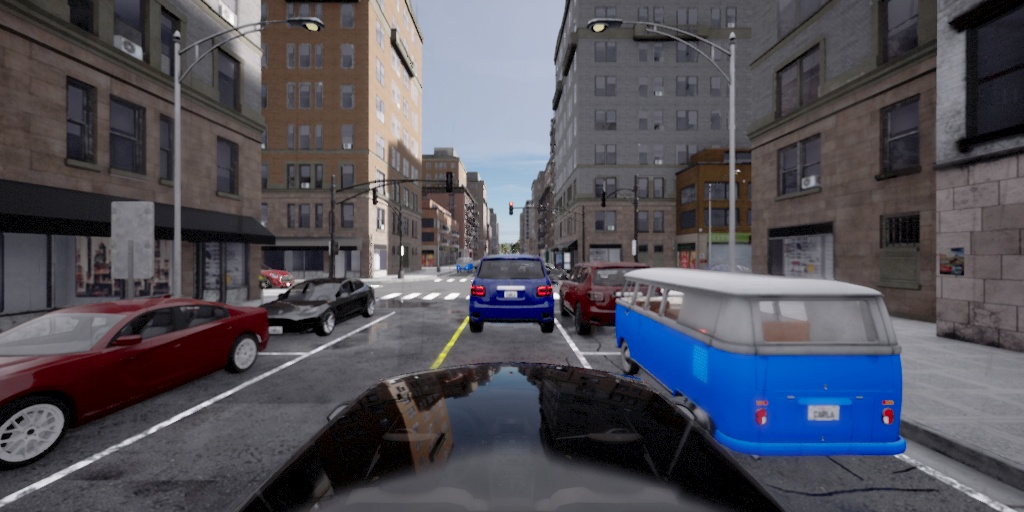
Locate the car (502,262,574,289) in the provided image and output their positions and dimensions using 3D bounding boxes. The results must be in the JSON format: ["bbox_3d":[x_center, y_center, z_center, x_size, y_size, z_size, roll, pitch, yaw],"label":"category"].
[{"bbox_3d":[1.668,1.249,24.448,1.837,1.490,4.892,-4,2,-43],"label":"car"}]

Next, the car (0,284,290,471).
[{"bbox_3d":[-5.393,1.296,4.852,1.888,1.381,4.507,0,0,0],"label":"car"}]

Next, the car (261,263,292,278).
[{"bbox_3d":[-16.096,1.172,22.201,4.553,1.767,2.097,0,0,0],"label":"car"}]

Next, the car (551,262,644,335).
[{"bbox_3d":[2.611,1.068,10.394,2.192,1.841,5.009,0,0,0],"label":"car"}]

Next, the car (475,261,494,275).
[{"bbox_3d":[-2.995,1.287,40.365,1.812,1.442,4.674,0,0,0],"label":"car"}]

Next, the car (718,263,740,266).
[{"bbox_3d":[14.671,1.235,25.315,5.357,1.411,2.033,0,0,0],"label":"car"}]

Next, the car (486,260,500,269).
[{"bbox_3d":[-3.043,1.330,57.928,1.994,1.385,4.181,0,0,0],"label":"car"}]

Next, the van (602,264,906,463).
[{"bbox_3d":[2.632,1.092,4.882,1.690,1.789,3.998,0,0,0],"label":"van"}]

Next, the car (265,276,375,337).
[{"bbox_3d":[-5.414,1.319,10.362,1.948,1.339,4.313,0,0,0],"label":"car"}]

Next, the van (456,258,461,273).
[{"bbox_3d":[-5.558,1.103,42.326,1.690,1.789,3.998,0,0,0],"label":"van"}]

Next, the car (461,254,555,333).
[{"bbox_3d":[0.031,0.975,10.894,2.150,2.045,5.566,0,0,1],"label":"car"}]
